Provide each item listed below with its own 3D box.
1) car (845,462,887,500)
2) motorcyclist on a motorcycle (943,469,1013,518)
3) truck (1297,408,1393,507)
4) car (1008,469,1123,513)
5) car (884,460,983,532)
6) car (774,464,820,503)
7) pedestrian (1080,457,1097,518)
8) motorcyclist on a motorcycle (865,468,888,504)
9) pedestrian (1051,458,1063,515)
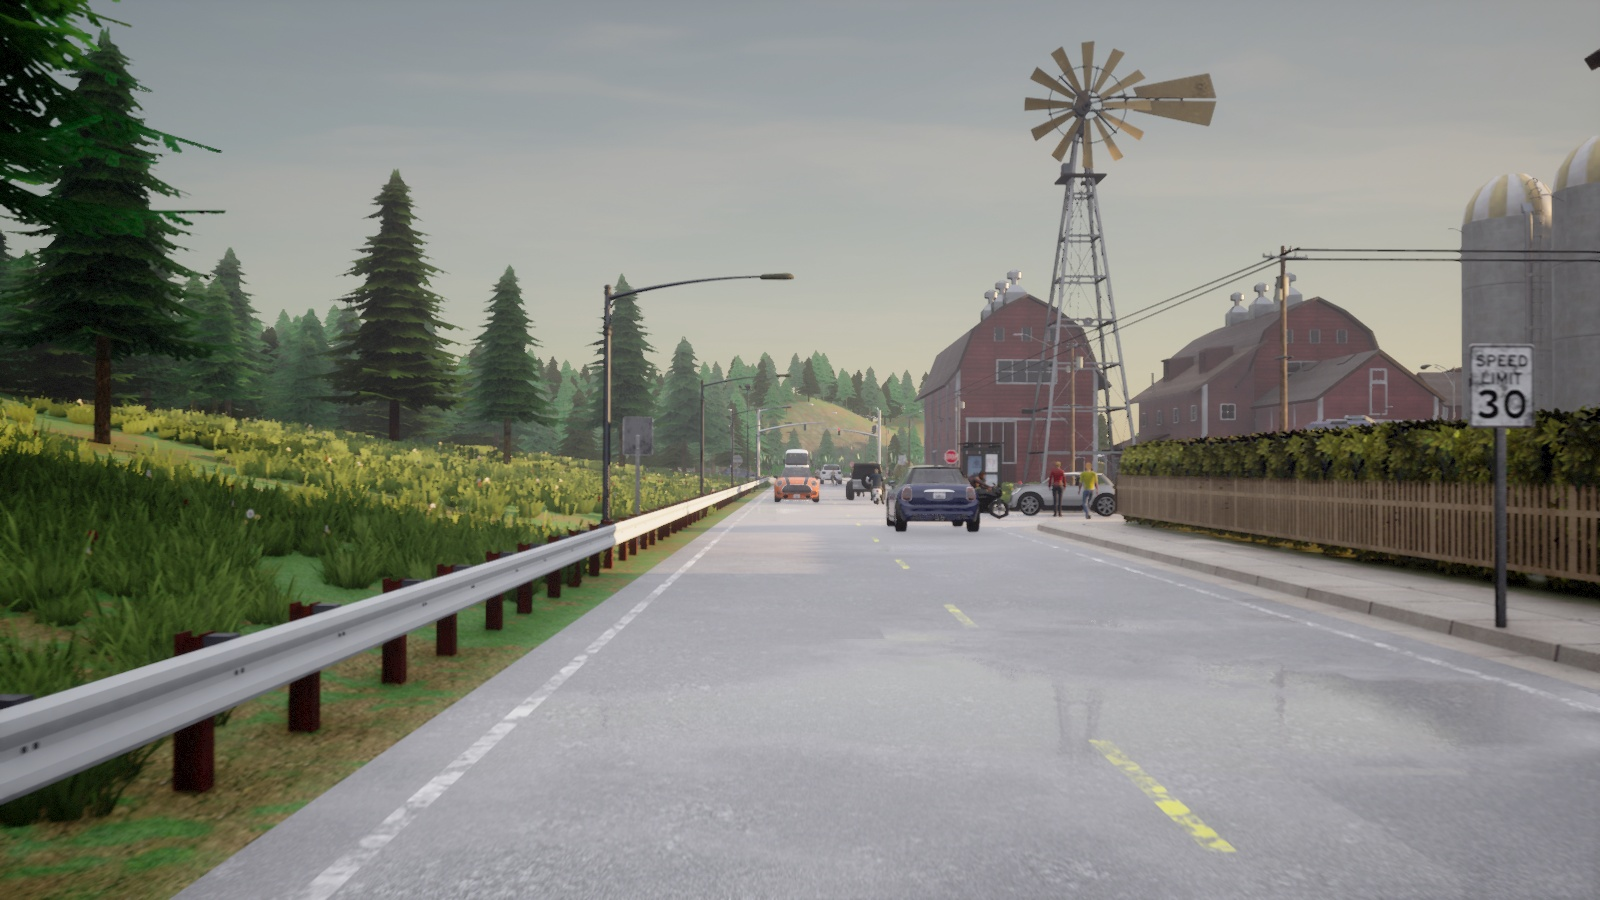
[{"bbox_3d":[3.350,1.570,64.121,1.905,1.878,3.866,0,-1,0],"label":"car"},{"bbox_3d":[5.642,1.378,39.840,2.044,1.523,0.797,-1,-1,22],"label":"motorcyclist on a motorcycle"},{"bbox_3d":[22.978,0.357,52.702,2.891,3.827,8.468,-1,-1,29],"label":"truck"},{"bbox_3d":[9.097,1.400,43.309,3.806,1.475,1.970,0,-1,10],"label":"car"},{"bbox_3d":[3.422,1.159,33.023,2.097,1.767,4.553,0,-1,0],"label":"car"},{"bbox_3d":[-0.139,1.575,59.443,2.097,1.767,4.553,0,-1,0],"label":"car"},{"bbox_3d":[8.853,1.148,38.516,0.354,1.836,0.706,0,-1,0],"label":"pedestrian"},{"bbox_3d":[3.408,1.602,55.891,0.866,1.590,1.817,0,-1,-1],"label":"motorcyclist on a motorcycle"},{"bbox_3d":[8.440,1.190,41.161,0.331,1.846,0.636,0,-1,15],"label":"pedestrian"}]
